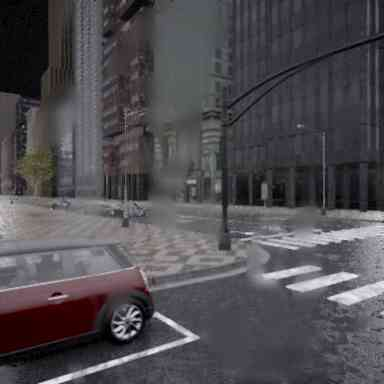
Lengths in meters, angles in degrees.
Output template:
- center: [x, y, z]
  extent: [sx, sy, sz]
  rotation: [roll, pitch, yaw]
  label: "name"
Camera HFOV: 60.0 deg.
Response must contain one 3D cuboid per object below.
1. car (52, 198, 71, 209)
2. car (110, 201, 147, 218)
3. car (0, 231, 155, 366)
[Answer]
- center: [-19.523, 1.709, 49.646]
  extent: [2.128, 1.511, 4.902]
  rotation: [0, 1, -35]
  label: "car"
- center: [-5.887, 1.664, 30.427]
  extent: [1.837, 1.490, 4.892]
  rotation: [0, 2, -35]
  label: "car"
- center: [-2.676, 1.440, 4.745]
  extent: [4.097, 1.590, 1.967]
  rotation: [0, 0, -35]
  label: "car"
